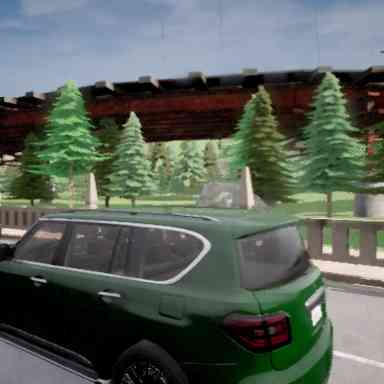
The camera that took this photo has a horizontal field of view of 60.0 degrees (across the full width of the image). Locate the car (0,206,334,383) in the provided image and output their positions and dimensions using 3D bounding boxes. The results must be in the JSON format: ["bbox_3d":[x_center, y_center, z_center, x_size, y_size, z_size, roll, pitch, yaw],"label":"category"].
[{"bbox_3d":[-1.069,1.210,4.575,5.566,2.045,2.150,0,0,34],"label":"car"}]
